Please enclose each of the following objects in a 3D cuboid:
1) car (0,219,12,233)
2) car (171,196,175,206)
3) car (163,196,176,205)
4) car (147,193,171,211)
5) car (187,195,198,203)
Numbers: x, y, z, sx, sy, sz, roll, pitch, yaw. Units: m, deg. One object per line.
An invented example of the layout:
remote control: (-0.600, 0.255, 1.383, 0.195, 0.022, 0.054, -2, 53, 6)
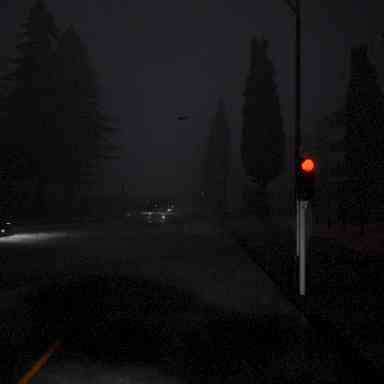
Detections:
car: (-12.050, 1.547, 16.630, 5.357, 1.411, 2.033, 0, 0, 0)
car: (-4.133, 1.221, 51.240, 2.150, 2.045, 5.566, 0, 0, 0)
car: (-4.086, 1.547, 61.943, 2.033, 1.411, 5.357, 0, 0, 0)
car: (-4.138, 1.221, 40.804, 2.150, 2.045, 5.566, 0, 0, 0)
car: (0.070, 1.352, 68.054, 2.097, 1.767, 4.553, 0, 0, 0)
